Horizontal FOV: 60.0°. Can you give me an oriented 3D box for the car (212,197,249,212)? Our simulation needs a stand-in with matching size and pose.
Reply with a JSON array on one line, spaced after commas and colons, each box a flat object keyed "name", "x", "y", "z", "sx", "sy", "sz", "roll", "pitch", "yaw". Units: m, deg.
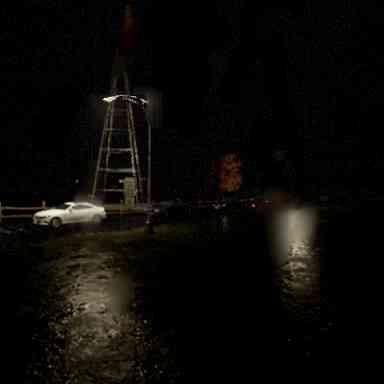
[{"name": "car", "x": 4.021, "y": 1.334, "z": 36.703, "sx": 1.812, "sy": 1.442, "sz": 4.674, "roll": 1, "pitch": 1, "yaw": 38}]

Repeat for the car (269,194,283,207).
[{"name": "car", "x": 10.520, "y": 1.125, "z": 44.972, "sx": 2.097, "sy": 1.767, "sz": 4.553, "roll": 2, "pitch": 1, "yaw": 39}]

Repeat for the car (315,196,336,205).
[{"name": "car", "x": 22.113, "y": 1.326, "z": 54.931, "sx": 2.033, "sy": 1.411, "sz": 5.357, "roll": 1, "pitch": 1, "yaw": 40}]

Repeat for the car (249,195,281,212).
[{"name": "car", "x": 7.721, "y": 1.413, "z": 36.681, "sx": 1.994, "sy": 1.385, "sz": 4.181, "roll": 1, "pitch": 1, "yaw": 38}]

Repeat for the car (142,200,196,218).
[{"name": "car", "x": -1.836, "y": 1.387, "z": 29.096, "sx": 2.033, "sy": 1.411, "sz": 5.357, "roll": 1, "pitch": 1, "yaw": 38}]

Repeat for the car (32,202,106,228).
[{"name": "car", "x": -7.742, "y": 1.396, "z": 21.397, "sx": 1.812, "sy": 1.442, "sz": 4.674, "roll": 1, "pitch": 1, "yaw": 39}]
